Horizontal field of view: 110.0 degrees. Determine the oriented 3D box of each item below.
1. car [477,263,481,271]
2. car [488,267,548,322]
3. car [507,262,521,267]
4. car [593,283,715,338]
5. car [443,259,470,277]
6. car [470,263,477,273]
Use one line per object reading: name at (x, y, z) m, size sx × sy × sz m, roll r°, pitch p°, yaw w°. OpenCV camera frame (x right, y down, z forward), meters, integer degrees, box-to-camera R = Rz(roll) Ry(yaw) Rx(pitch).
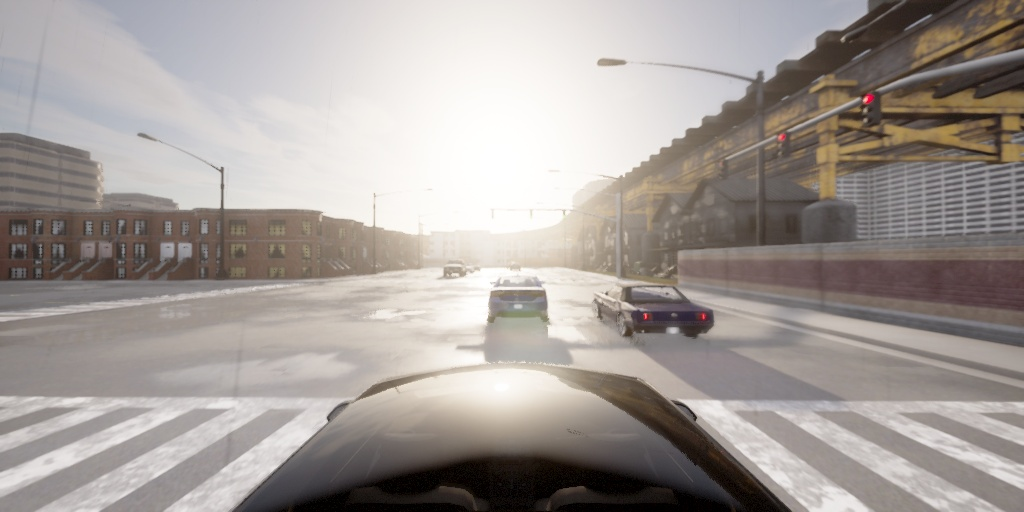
car at (-6.502, 1.924, 62.365) m, size 1.994 × 1.385 × 4.181 m, roll 0°, pitch -1°, yaw 0°
car at (0.201, 1.337, 12.907) m, size 1.882 × 1.535 × 5.008 m, roll 0°, pitch -1°, yaw 0°
car at (0.617, 1.858, 64.851) m, size 2.128 × 1.511 × 4.902 m, roll 0°, pitch -1°, yaw 0°
car at (3.681, 1.426, 10.372) m, size 1.895 × 1.301 × 4.718 m, roll 0°, pitch -1°, yaw 0°
car at (-6.751, 1.392, 42.912) m, size 2.150 × 2.045 × 5.566 m, roll 0°, pitch -1°, yaw 0°
car at (-6.617, 1.791, 52.580) m, size 1.812 × 1.442 × 4.674 m, roll 0°, pitch -1°, yaw 1°
